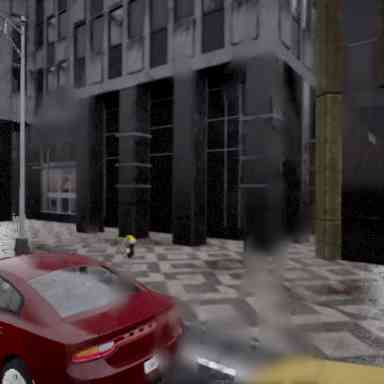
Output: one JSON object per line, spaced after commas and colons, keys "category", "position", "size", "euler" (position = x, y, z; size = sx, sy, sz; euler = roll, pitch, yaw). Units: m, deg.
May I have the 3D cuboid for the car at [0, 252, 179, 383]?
{"category": "car", "position": [-2.197, 1.518, 4.530], "size": [4.507, 1.381, 1.887], "euler": [0, 0, 36]}

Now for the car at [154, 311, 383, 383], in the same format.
{"category": "car", "position": [2.254, 1.533, 1.351], "size": [4.829, 1.417, 1.752], "euler": [0, 0, 36]}
